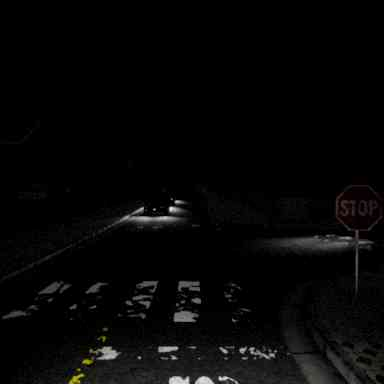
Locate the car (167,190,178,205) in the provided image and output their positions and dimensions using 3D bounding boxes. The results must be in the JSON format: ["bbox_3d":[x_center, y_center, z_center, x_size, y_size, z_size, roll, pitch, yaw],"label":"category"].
[{"bbox_3d":[-2.888,0.765,37.809,1.895,1.301,4.718,0,2,0],"label":"car"}]

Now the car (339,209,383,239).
[{"bbox_3d":[9.787,1.558,17.086,4.718,1.301,1.895,0,0,-30],"label":"car"}]

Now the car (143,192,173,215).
[{"bbox_3d":[-2.876,1.014,27.848,1.837,1.490,4.892,0,2,0],"label":"car"}]
